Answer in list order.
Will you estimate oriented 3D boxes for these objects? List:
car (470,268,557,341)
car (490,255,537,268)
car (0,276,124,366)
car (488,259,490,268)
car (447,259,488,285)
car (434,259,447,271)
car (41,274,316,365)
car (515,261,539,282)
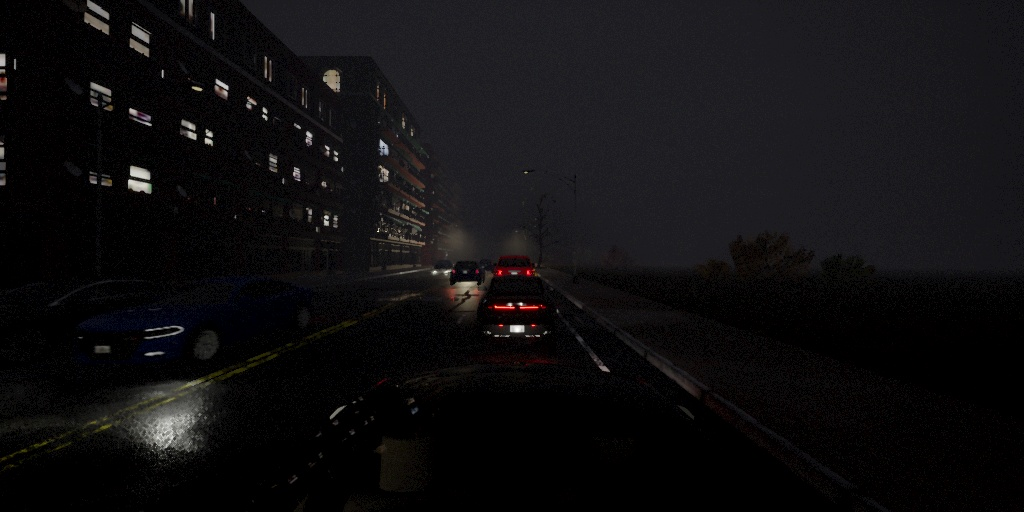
[{"bbox_3d":[0.110,1.256,9.831,1.837,1.490,4.892,0,0,0],"label":"car"},{"bbox_3d":[0.118,0.974,20.178,2.150,2.045,5.566,0,0,0],"label":"car"},{"bbox_3d":[-9.843,1.242,8.063,2.128,1.511,4.902,0,0,0],"label":"car"},{"bbox_3d":[-3.109,1.106,43.839,2.097,1.767,4.553,0,0,0],"label":"car"},{"bbox_3d":[-3.127,1.105,26.156,2.097,1.767,4.553,0,0,0],"label":"car"},{"bbox_3d":[-9.798,1.230,50.904,1.882,1.535,5.008,0,0,0],"label":"car"},{"bbox_3d":[-6.592,1.229,8.269,1.882,1.535,5.008,0,0,0],"label":"car"},{"bbox_3d":[1.166,1.209,30.585,1.801,1.575,5.366,0,0,0],"label":"car"}]
